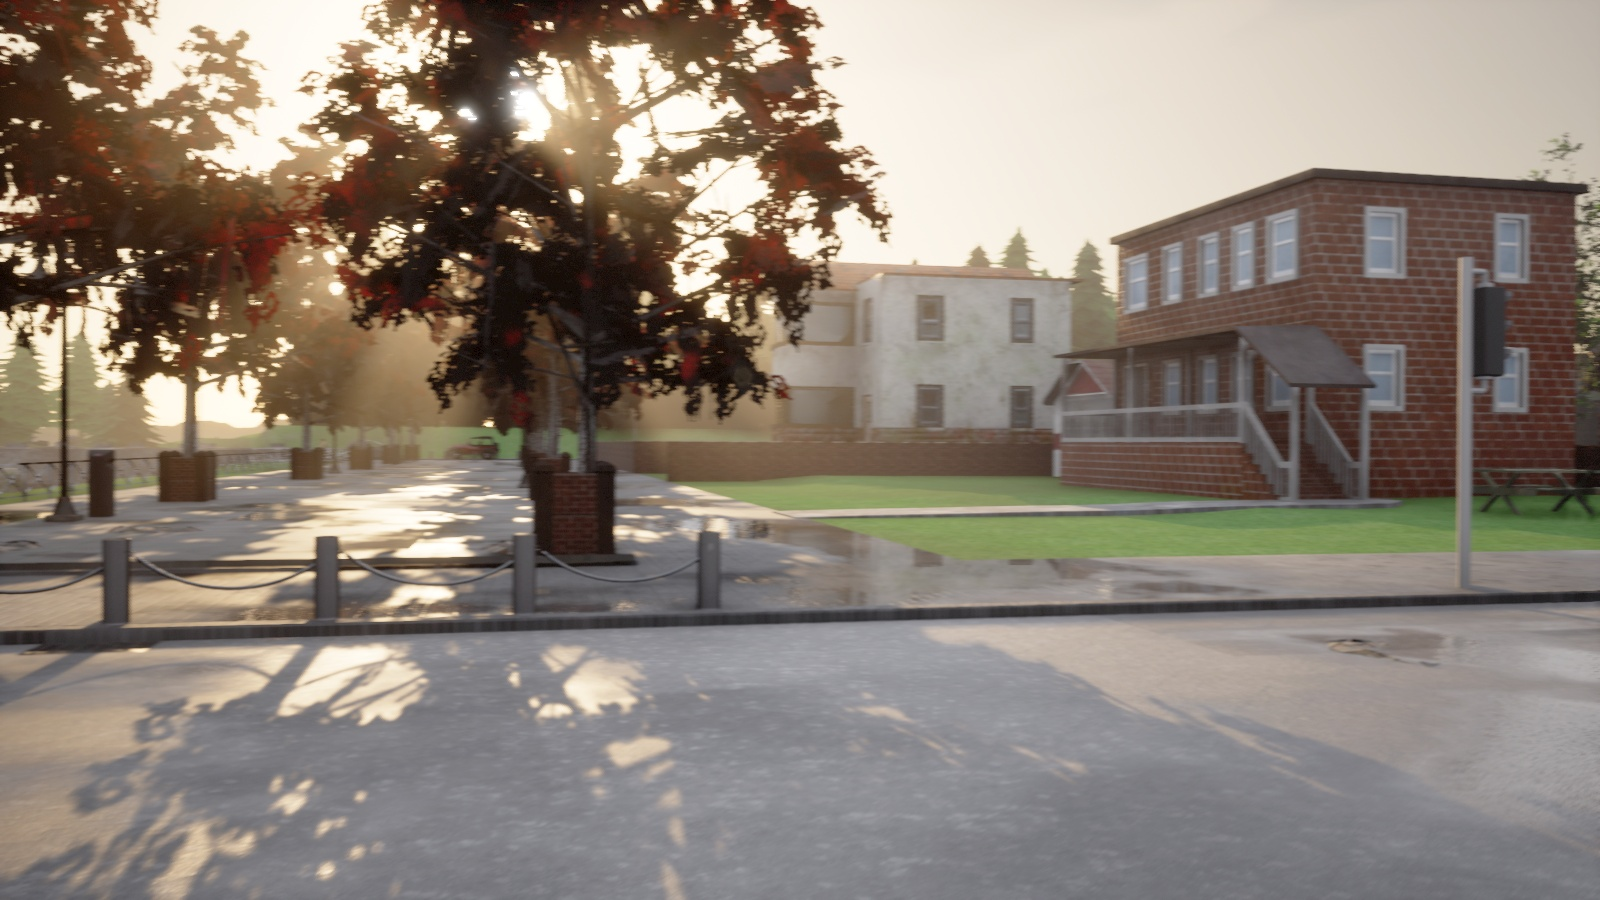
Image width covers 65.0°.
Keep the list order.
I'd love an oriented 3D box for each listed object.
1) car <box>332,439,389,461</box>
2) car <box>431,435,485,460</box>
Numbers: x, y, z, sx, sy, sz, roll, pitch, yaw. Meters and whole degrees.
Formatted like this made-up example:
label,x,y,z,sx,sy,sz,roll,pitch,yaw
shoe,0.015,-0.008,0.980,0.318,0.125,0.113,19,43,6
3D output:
label,x,y,z,sx,sy,sz,roll,pitch,yaw
car,-31.339,0.014,89.621,3.633,1.501,1.845,0,0,-13
car,-25.829,-0.198,95.024,3.866,1.878,1.905,1,0,-13
